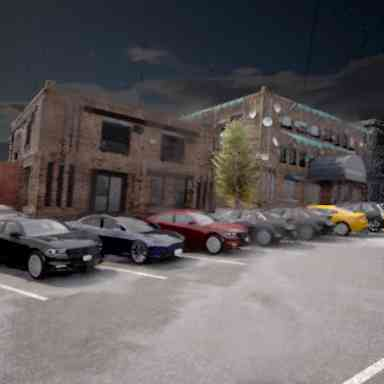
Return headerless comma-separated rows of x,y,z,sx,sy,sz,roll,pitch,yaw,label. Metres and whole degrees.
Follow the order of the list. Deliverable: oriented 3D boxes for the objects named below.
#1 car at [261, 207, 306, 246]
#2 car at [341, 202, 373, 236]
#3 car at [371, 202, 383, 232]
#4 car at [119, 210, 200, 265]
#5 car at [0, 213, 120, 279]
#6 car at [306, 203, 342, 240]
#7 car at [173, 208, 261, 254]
2.324,1.502,15.264,4.892,1.521,2.231,-1,-1,34,car
7.075,1.515,18.712,5.008,1.535,2.097,-1,-1,34,car
9.471,1.399,20.419,4.553,1.767,2.185,-1,-1,34,car
-2.401,1.515,11.794,4.792,1.488,2.163,-1,-1,34,car
-4.801,1.479,10.086,5.008,1.535,2.097,-1,-1,34,car
4.698,1.509,16.985,4.892,1.521,2.231,-1,-1,34,car
-0.057,1.493,13.548,5.008,1.535,2.097,-1,-1,34,car
